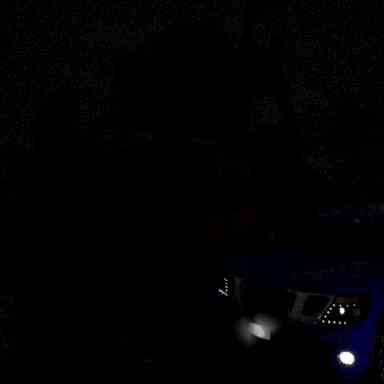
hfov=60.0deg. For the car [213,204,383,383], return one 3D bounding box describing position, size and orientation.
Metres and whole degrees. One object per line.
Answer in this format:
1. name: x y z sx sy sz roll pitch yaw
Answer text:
1. car: 2.818 1.264 5.765 5.566 2.045 2.150 0 -1 -42
